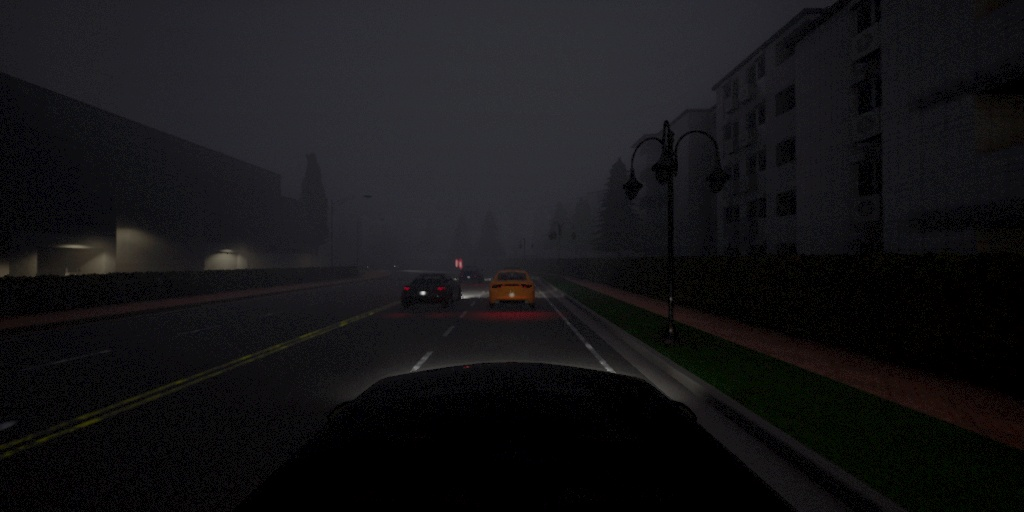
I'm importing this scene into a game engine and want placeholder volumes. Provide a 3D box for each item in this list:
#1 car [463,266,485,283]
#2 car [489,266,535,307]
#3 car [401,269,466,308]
[{"bbox_3d":[-3.499,1.556,31.251,1.812,1.442,4.674,0,0,0],"label":"car"},{"bbox_3d":[0.009,1.366,16.326,1.882,1.535,5.008,0,0,0],"label":"car"},{"bbox_3d":[-3.493,1.451,16.120,1.994,1.385,4.181,0,-1,0],"label":"car"}]
